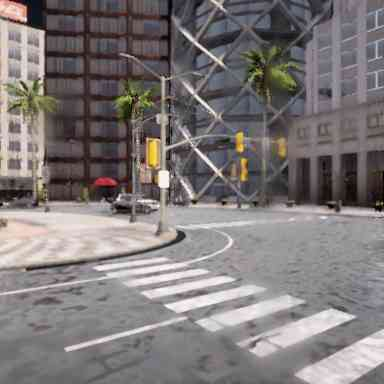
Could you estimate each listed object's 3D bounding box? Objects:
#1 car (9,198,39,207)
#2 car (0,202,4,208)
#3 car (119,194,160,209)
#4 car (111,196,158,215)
[{"bbox_3d":[-26.132,1.586,51.862,4.181,1.385,1.994,0,0,2],"label":"car"},{"bbox_3d":[-28.068,1.624,44.940,4.718,1.301,1.895,0,0,0],"label":"car"},{"bbox_3d":[-6.165,1.228,37.524,5.566,2.045,2.150,0,0,37],"label":"car"},{"bbox_3d":[-5.974,1.484,32.591,5.008,1.535,1.882,0,0,44],"label":"car"}]
